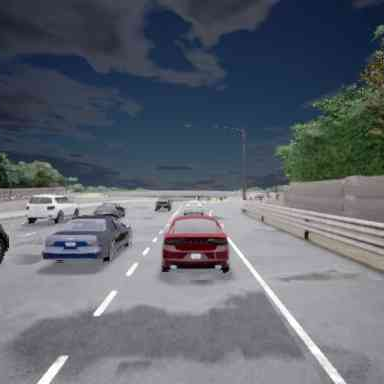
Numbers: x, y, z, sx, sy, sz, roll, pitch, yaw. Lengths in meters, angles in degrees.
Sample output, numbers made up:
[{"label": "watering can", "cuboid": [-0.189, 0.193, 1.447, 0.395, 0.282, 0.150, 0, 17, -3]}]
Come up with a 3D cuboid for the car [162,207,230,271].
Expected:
[{"label": "car", "cuboid": [0.102, 1.488, 10.948, 1.882, 1.535, 5.008, 0, 0, 0]}]

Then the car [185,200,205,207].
[{"label": "car", "cuboid": [0.272, 1.555, 33.066, 1.812, 1.442, 4.674, 0, 0, 2]}]

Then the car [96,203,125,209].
[{"label": "car", "cuboid": [-6.895, 1.591, 28.140, 1.994, 1.385, 4.181, 0, 0, 0]}]

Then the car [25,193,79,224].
[{"label": "car", "cuboid": [-10.394, 1.246, 25.107, 2.150, 2.045, 5.566, 0, 0, 0]}]

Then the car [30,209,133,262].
[{"label": "car", "cuboid": [-3.497, 1.559, 12.098, 2.033, 1.411, 5.357, 0, 0, 0]}]

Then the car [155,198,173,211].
[{"label": "car", "cuboid": [-3.492, 1.545, 41.808, 1.837, 1.490, 4.892, 0, 0, 0]}]

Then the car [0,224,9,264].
[{"label": "car", "cuboid": [-6.898, 1.230, 8.237, 2.150, 2.045, 5.566, 0, 0, 0]}]
